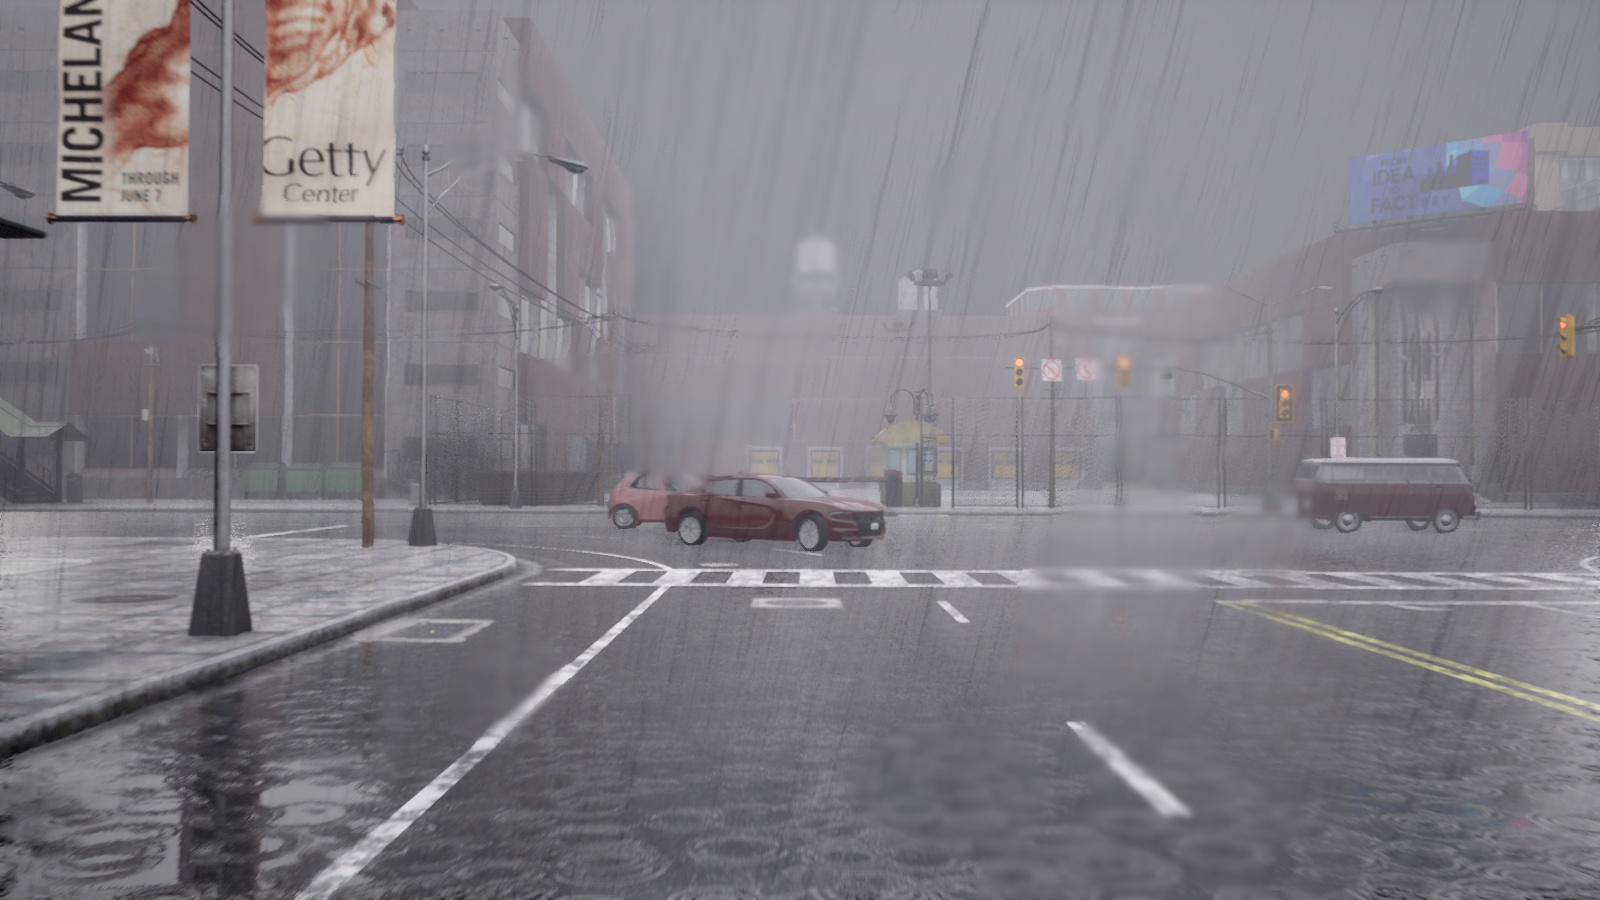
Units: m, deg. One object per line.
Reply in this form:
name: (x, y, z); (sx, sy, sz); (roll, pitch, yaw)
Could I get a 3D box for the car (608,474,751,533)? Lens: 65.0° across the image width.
car: (-3.158, 1.402, 33.501); (3.633, 1.501, 1.845); (0, -1, 0)

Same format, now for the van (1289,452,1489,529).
van: (15.588, 1.064, 33.384); (4.442, 1.987, 1.775); (0, -1, 0)

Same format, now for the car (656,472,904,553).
car: (-0.489, 1.228, 25.917); (5.008, 1.535, 1.882); (-1, -1, 36)
